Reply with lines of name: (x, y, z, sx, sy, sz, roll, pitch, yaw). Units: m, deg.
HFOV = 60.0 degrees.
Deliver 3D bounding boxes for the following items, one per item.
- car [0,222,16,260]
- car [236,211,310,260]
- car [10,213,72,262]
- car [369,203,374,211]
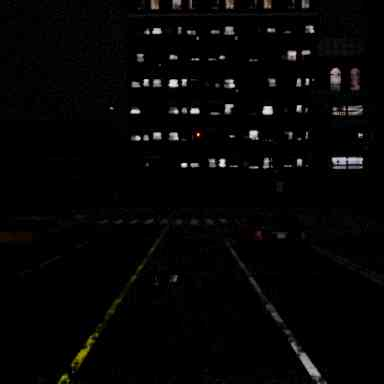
car: (-5.644, 1.516, 6.413, 2.008, 1.369, 4.403, 1, 0, 0)
car: (2.752, 1.375, 12.154, 1.967, 1.590, 4.097, 1, 0, 0)
car: (-5.814, 1.462, 11.930, 1.752, 1.417, 4.829, 1, 0, 0)
car: (17.647, 1.129, 28.040, 4.829, 1.417, 1.752, -1, 0, 1)
